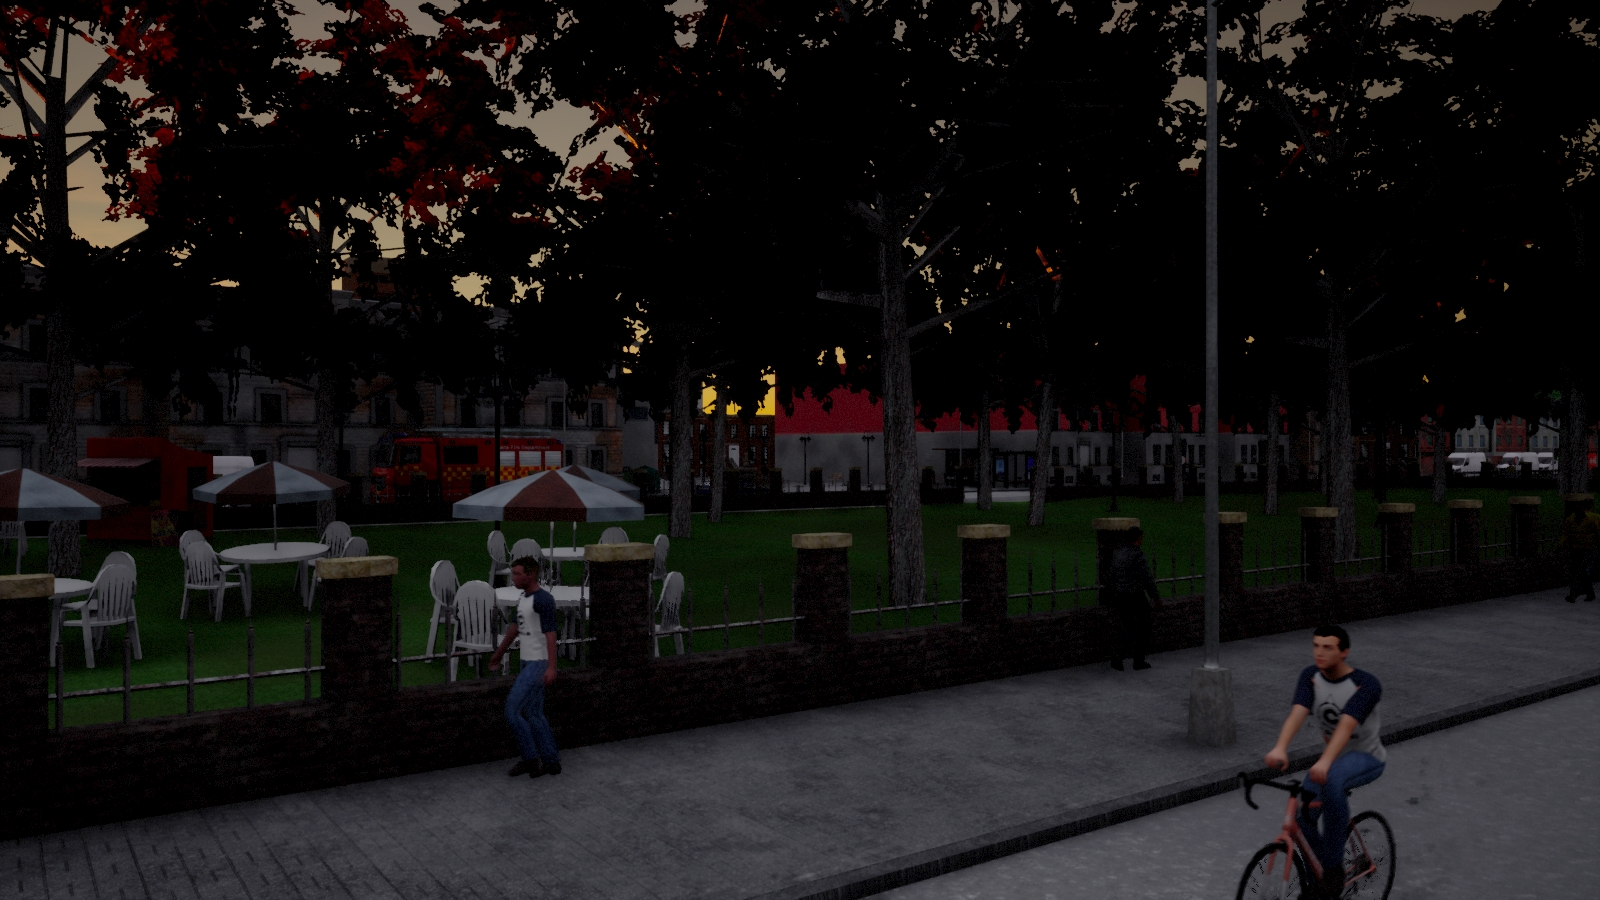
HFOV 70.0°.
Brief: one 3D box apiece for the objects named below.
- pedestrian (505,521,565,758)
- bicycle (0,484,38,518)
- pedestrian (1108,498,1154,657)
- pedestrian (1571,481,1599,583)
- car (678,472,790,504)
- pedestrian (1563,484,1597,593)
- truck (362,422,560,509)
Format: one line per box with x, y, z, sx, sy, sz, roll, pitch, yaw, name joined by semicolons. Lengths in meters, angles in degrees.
-2.171;1.525;9.352;0.375;1.860;0.375;0;0;-32;pedestrian
-30.089;1.940;43.427;1.835;1.271;0.329;0;0;-36;bicycle
3.995;1.525;13.792;0.375;1.860;0.375;0;0;-36;pedestrian
14.748;1.526;21.435;0.375;1.860;0.375;0;0;-37;pedestrian
-3.300;1.886;57.605;5.357;1.411;2.033;0;0;-35;car
13.603;1.525;19.925;0.375;1.860;0.375;0;0;-30;pedestrian
-15.884;0.671;53.854;8.468;3.827;2.891;0;0;-35;truck
